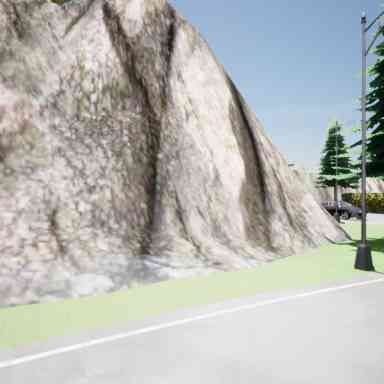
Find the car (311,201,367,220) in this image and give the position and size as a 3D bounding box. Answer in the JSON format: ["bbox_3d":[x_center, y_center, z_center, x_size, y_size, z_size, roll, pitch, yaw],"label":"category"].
[{"bbox_3d":[12.368,1.492,28.302,2.128,1.511,4.902,0,0,-26],"label":"car"}]
